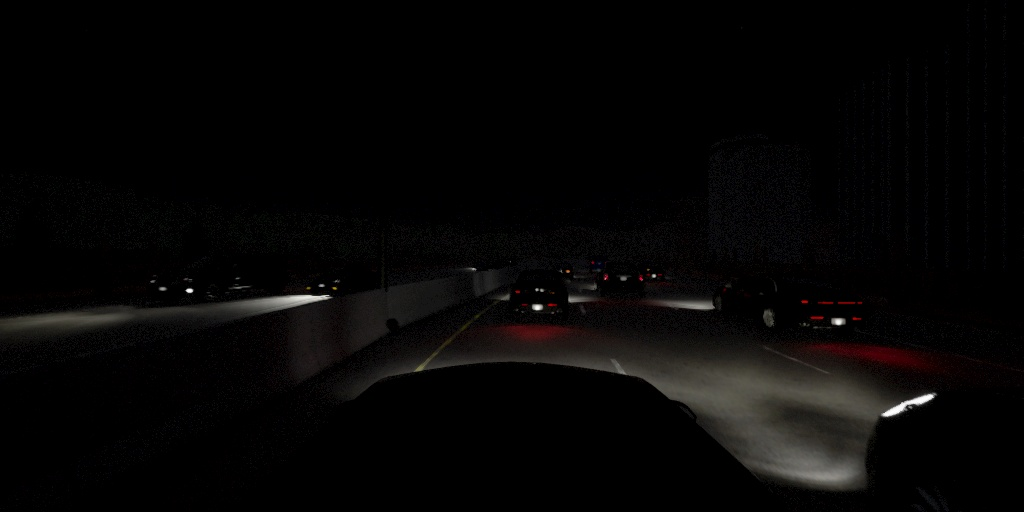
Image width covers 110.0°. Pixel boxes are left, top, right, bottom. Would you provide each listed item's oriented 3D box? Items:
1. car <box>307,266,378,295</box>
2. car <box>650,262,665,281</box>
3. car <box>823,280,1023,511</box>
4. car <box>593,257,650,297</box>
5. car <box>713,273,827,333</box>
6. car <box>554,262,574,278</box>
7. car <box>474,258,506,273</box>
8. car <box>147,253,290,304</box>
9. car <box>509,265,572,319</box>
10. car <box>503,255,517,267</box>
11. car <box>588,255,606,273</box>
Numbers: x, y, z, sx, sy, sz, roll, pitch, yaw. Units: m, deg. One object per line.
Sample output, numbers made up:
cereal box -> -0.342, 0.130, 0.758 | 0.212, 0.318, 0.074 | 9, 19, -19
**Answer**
car -> -8.840, 1.236, 19.234 | 1.994, 1.385, 4.181 | 0, 0, 10
car -> 11.161, 1.229, 29.334 | 1.837, 1.490, 4.892 | 0, 0, 11
car -> 3.723, 1.121, 0.772 | 2.097, 1.767, 4.553 | 0, 0, 0
car -> 5.555, 1.072, 18.753 | 2.097, 1.767, 4.553 | 0, 0, 10
car -> 7.803, 1.253, 10.672 | 1.837, 1.490, 4.892 | 0, 0, 6
car -> 4.267, 1.248, 30.608 | 2.033, 1.411, 5.357 | 0, 0, 11
car -> -2.237, 1.180, 34.744 | 1.837, 1.490, 4.892 | 0, 0, 11
car -> -12.844, 0.886, 16.309 | 2.150, 2.045, 5.566 | 0, 0, 8
car -> 1.030, 1.224, 12.753 | 1.837, 1.490, 4.892 | 0, 0, 7
car -> -0.560, 0.911, 60.512 | 2.150, 2.045, 5.566 | 0, 0, 12
car -> 10.295, 0.938, 42.805 | 2.150, 2.045, 5.566 | 0, 0, 11
